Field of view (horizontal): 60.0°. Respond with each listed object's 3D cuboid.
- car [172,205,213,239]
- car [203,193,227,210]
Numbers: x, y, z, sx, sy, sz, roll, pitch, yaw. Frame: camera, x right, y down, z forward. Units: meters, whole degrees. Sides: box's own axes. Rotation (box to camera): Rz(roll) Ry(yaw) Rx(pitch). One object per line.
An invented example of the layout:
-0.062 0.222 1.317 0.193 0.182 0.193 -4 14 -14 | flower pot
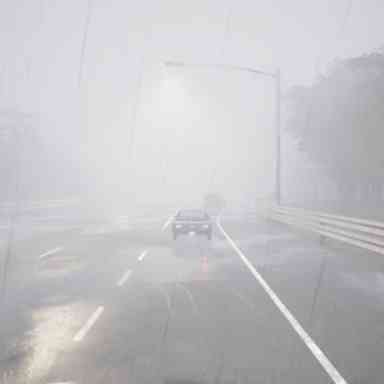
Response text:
0.012 1.585 17.195 1.895 1.301 4.718 0 0 0 | car
2.917 1.202 41.480 2.150 2.045 5.566 0 0 15 | car
